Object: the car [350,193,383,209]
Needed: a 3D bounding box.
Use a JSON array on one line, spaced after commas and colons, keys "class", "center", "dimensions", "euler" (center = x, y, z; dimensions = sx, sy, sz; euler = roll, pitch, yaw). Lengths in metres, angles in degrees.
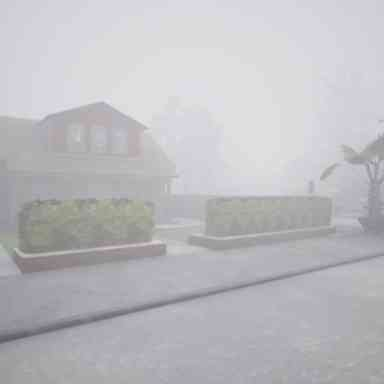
[{"class": "car", "center": [20.540, 1.033, 38.447], "dimensions": [3.866, 1.878, 1.905], "euler": [0, 0, 0]}]
